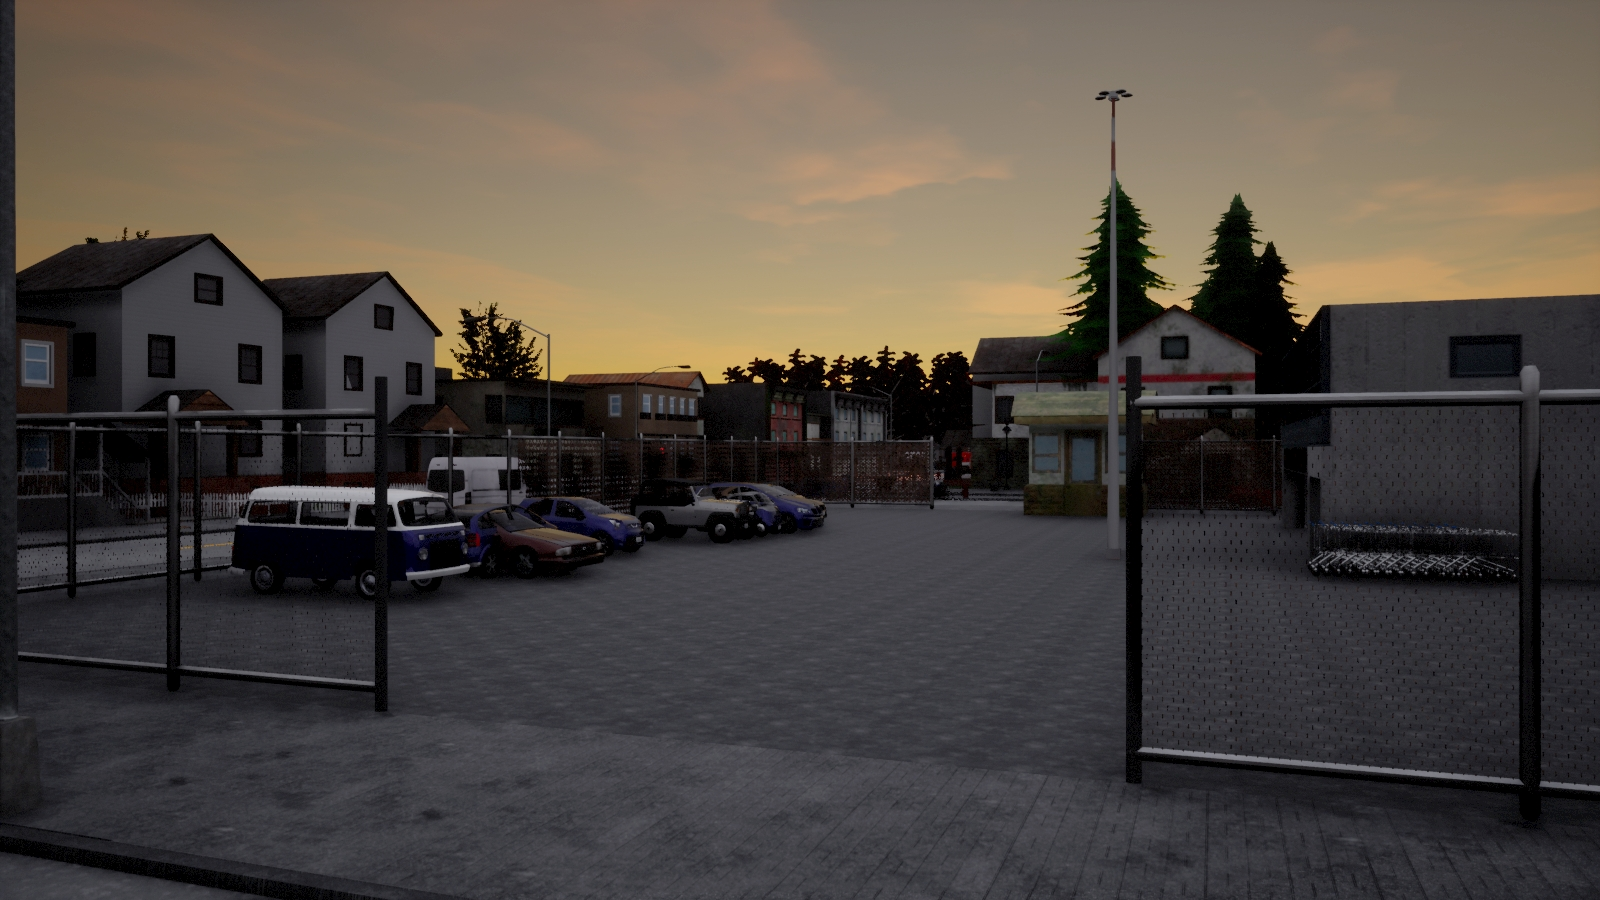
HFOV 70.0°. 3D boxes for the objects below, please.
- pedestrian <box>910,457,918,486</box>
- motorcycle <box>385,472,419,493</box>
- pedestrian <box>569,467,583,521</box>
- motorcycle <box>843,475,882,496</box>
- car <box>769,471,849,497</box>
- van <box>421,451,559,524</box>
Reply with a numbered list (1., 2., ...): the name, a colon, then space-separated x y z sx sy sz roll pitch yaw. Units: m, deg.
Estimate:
1. pedestrian: 7.354 1.403 73.624 0.375 1.860 0.375 0 0 -15
2. motorcycle: -24.211 1.970 69.524 1.805 1.236 0.856 0 0 19
3. pedestrian: -7.809 1.529 39.845 0.375 1.860 0.375 0 0 -34
4. motorcycle: 3.503 1.996 63.839 2.033 1.145 0.803 0 0 20
5. car: 0.531 1.902 64.794 4.181 1.385 1.994 0 0 17
6. van: -11.617 1.319 43.358 1.988 2.561 5.915 0 0 20
